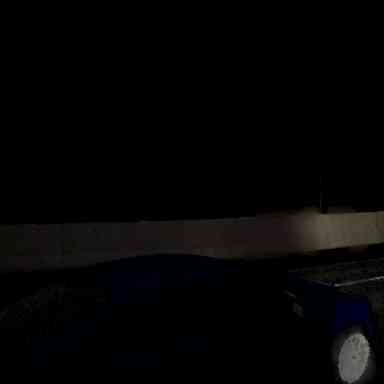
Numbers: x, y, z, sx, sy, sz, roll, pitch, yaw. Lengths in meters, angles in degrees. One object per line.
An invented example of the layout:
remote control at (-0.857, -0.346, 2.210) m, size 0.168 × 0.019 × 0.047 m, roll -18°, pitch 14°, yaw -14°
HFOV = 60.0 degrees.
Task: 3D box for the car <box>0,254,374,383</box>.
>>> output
car at (-0.044, 1.445, 3.599) m, size 5.008 × 1.535 × 1.882 m, roll -1°, pitch 0°, yaw -33°
